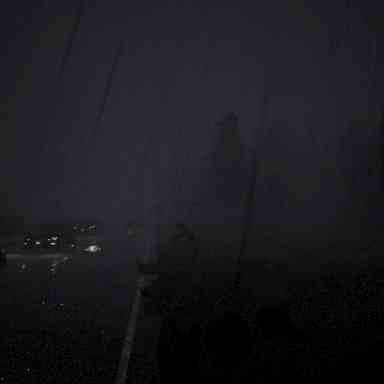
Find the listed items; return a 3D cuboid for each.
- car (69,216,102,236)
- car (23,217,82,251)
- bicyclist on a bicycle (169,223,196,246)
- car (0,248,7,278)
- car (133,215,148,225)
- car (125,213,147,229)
[{"bbox_3d":[-9.009,2.933,28.956,1.837,1.490,4.892,1,-3,-6],"label":"car"},{"bbox_3d":[-7.915,2.410,18.948,1.837,1.490,4.892,1,-3,-6],"label":"car"},{"bbox_3d":[-0.361,2.271,15.420,1.656,1.620,0.582,3,-3,-6],"label":"bicyclist on a bicycle"},{"bbox_3d":[-6.829,1.954,9.094,1.994,1.385,4.181,1,-3,-6],"label":"car"},{"bbox_3d":[-7.730,4.161,50.163,1.895,1.301,4.718,1,-3,-6],"label":"car"},{"bbox_3d":[-6.486,3.515,39.259,1.812,1.442,4.674,1,-3,-5],"label":"car"}]
